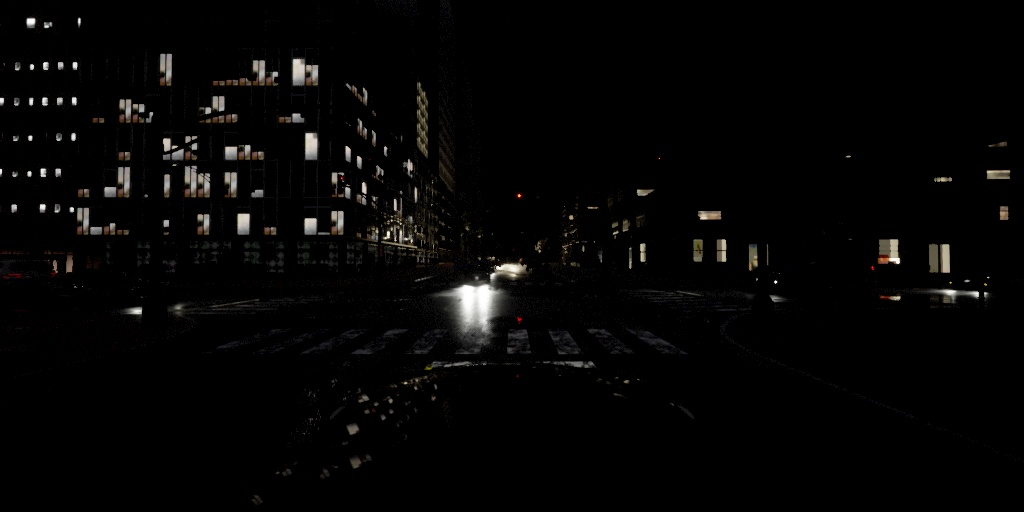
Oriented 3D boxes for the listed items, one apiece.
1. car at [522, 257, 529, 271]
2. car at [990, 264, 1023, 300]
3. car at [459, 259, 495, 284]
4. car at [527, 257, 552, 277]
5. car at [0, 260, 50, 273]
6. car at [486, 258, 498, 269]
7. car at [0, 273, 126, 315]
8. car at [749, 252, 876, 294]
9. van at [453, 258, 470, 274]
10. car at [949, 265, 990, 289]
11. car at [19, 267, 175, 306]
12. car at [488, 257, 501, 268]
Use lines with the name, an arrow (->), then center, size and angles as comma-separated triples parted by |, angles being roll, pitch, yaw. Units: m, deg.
car -> 2.802, 1.070, 46.343 | 2.192, 1.841, 5.009 | 0, 0, 0
car -> 20.717, 0.994, 12.746 | 4.829, 1.417, 1.751 | 0, 0, 1
car -> -2.631, 1.246, 26.896 | 2.128, 1.511, 4.902 | 0, 0, -6
car -> 2.774, 1.194, 34.995 | 1.967, 1.591, 4.097 | 0, 0, 0
car -> -27.912, 1.257, 19.140 | 5.566, 2.045, 2.150 | -1, -1, 1
car -> -2.997, 1.280, 42.551 | 1.812, 1.442, 4.674 | 0, 0, 0
car -> -17.391, 1.413, 13.206 | 4.207, 1.307, 1.802 | 0, 0, 1
car -> 15.505, 0.842, 18.643 | 5.566, 2.045, 2.150 | -1, -1, -1
van -> -5.593, 1.096, 40.652 | 1.690, 1.789, 3.998 | 0, 0, 0
car -> 25.490, 1.089, 18.483 | 4.181, 1.385, 1.994 | -1, -1, 1
car -> -17.858, 1.359, 15.819 | 5.008, 1.535, 1.882 | -1, -1, 1
car -> -2.894, 1.321, 63.121 | 1.994, 1.385, 4.181 | 0, 0, 1
